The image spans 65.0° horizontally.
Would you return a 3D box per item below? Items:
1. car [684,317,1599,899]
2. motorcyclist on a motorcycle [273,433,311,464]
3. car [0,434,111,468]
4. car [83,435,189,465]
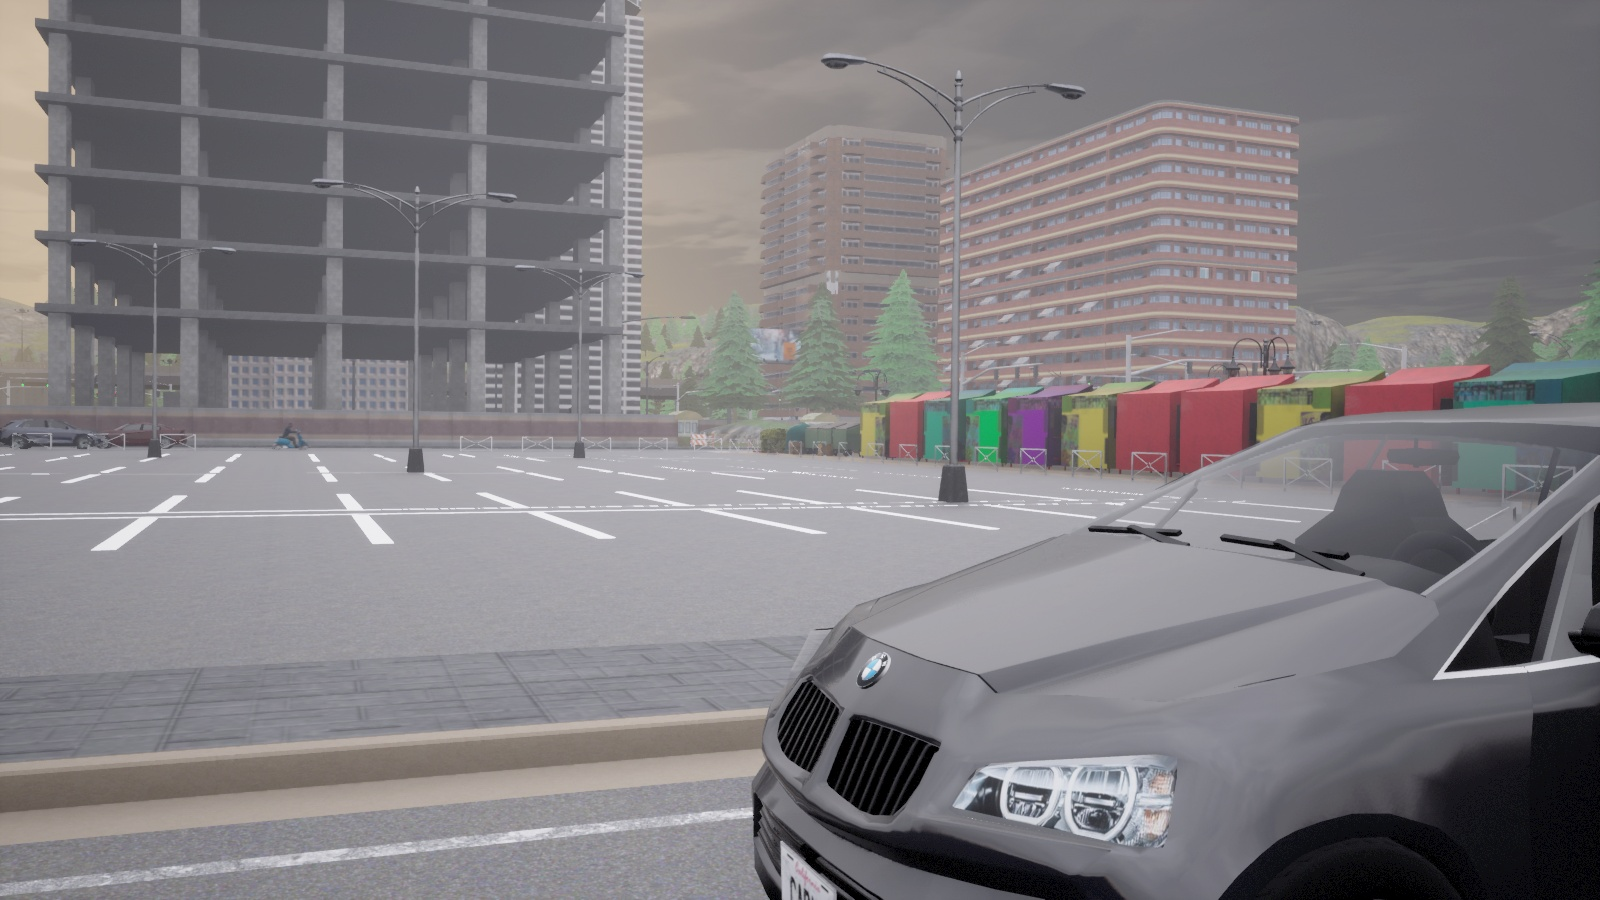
[{"bbox_3d":[2.168,0.553,4.061,4.611,1.667,2.242,-1,1,-21],"label":"car"},{"bbox_3d":[-26.920,-0.096,66.587,1.817,1.590,0.866,-1,1,-23],"label":"motorcyclist on a motorcycle"},{"bbox_3d":[-38.810,0.028,65.415,4.856,1.649,2.033,-1,1,-23],"label":"car"},{"bbox_3d":[-36.933,-0.019,69.992,5.008,1.535,1.882,-1,1,-23],"label":"car"}]
